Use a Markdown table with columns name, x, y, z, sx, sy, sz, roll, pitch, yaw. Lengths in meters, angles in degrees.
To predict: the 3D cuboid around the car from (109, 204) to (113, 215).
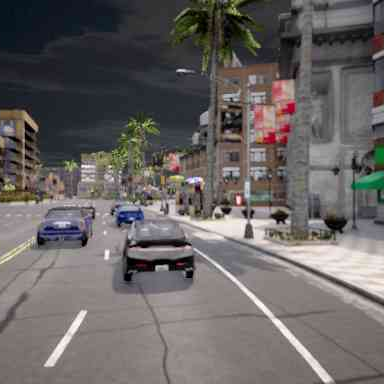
| name | x | y | z | sx | sy | sz | roll | pitch | yaw |
| --- | --- | --- | --- | --- | --- | --- | --- | --- | --- |
| car | -8.398 | 1.832 | 38.220 | 1.837 | 1.490 | 4.892 | 0 | 0 | -15 |

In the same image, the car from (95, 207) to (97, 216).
| name | x | y | z | sx | sy | sz | roll | pitch | yaw |
| --- | --- | --- | --- | --- | --- | --- | --- | --- | --- |
| car | -9.788 | 1.751 | 30.385 | 2.128 | 1.511 | 4.902 | 0 | -1 | -15 |

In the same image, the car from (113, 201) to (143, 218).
| name | x | y | z | sx | sy | sz | roll | pitch | yaw |
| --- | --- | --- | --- | --- | --- | --- | --- | --- | --- |
| car | -4.778 | 1.692 | 25.231 | 1.882 | 1.535 | 5.008 | 0 | 0 | -15 |

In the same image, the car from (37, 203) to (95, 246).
| name | x | y | z | sx | sy | sz | roll | pitch | yaw |
| --- | --- | --- | --- | --- | --- | --- | --- | --- | --- |
| car | -6.068 | 1.492 | 16.288 | 2.097 | 1.767 | 4.553 | 0 | 0 | -14 |

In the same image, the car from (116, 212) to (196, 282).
| name | x | y | z | sx | sy | sz | roll | pitch | yaw |
| --- | --- | --- | --- | --- | --- | --- | --- | --- | --- |
| car | -1.128 | 1.578 | 10.111 | 2.128 | 1.511 | 4.902 | 0 | -1 | -10 |
